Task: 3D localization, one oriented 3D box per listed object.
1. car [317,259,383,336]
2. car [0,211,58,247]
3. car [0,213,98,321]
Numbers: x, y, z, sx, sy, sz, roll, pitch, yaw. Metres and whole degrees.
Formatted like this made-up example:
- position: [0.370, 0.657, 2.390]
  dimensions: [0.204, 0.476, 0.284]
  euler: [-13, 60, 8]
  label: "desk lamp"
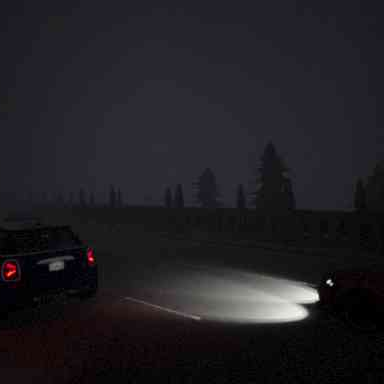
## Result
- position: [4.281, 1.587, 5.366]
  dimensions: [4.181, 1.385, 1.994]
  euler: [-1, -1, 35]
  label: "car"
- position: [-8.696, 1.779, 17.027]
  dimensions: [1.994, 1.385, 4.181]
  euler: [0, -1, -43]
  label: "car"
- position: [-4.178, 1.450, 7.683]
  dimensions: [4.553, 1.767, 2.097]
  euler: [-1, -1, 41]
  label: "car"
